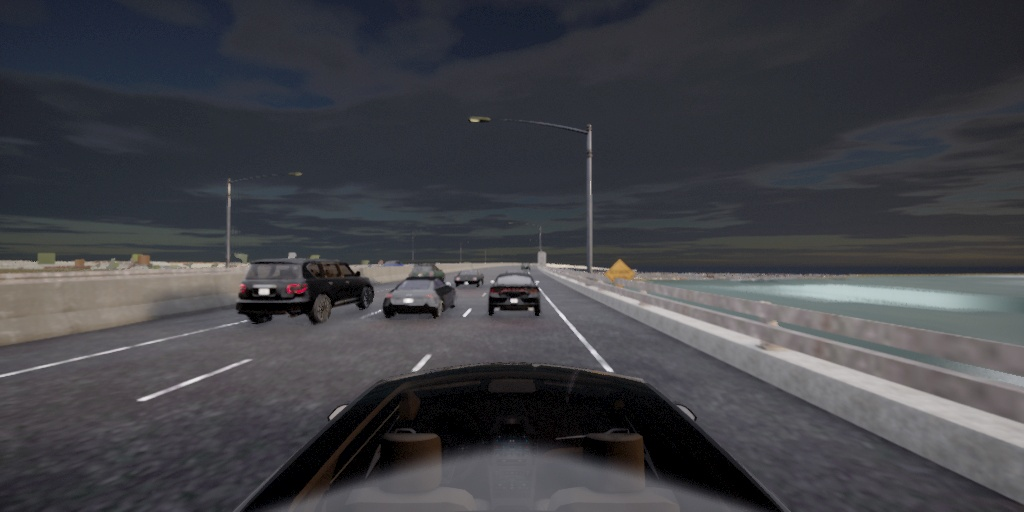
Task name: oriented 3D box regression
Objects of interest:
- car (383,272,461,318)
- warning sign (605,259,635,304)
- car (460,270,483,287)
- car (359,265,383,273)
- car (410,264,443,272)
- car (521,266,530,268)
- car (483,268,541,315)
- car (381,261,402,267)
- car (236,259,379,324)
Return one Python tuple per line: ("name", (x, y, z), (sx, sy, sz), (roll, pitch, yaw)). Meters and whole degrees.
("car", (-3.396, 1.479, 13.889), (1.994, 1.385, 4.181), (0, -1, 1))
("warning sign", (4.616, 1.049, 15.264), (1.300, 1.860, 1.060), (0, 0, 1))
("car", (-3.229, 1.715, 28.094), (1.895, 1.301, 4.718), (0, -1, 1))
("car", (-23.488, 2.187, 59.945), (1.895, 1.301, 4.718), (0, -1, 3))
("car", (-6.713, 1.475, 28.711), (2.097, 1.767, 4.553), (0, -1, 1))
("car", (0.270, 1.714, 28.051), (1.895, 1.301, 4.718), (0, -1, 2))
("car", (0.114, 1.401, 14.483), (1.882, 1.535, 5.008), (0, -1, 1))
("car", (-20.000, 1.803, 59.774), (2.150, 2.045, 5.566), (0, -1, 3))
("car", (-6.920, 1.122, 12.756), (2.150, 2.045, 5.566), (0, -1, 1))
